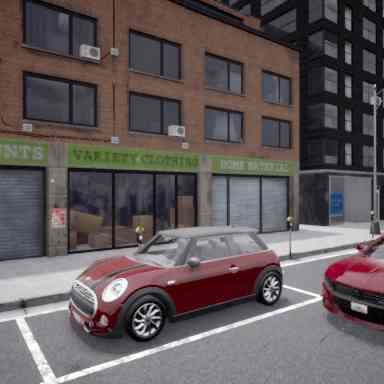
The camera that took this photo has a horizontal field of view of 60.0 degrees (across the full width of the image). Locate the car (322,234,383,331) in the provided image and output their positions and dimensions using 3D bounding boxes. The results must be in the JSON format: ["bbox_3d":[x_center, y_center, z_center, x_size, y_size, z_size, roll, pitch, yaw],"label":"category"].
[{"bbox_3d":[4.569,1.476,6.492,5.008,1.535,1.882,0,0,-35],"label":"car"}]

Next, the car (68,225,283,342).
[{"bbox_3d":[-0.184,1.439,6.394,4.097,1.590,1.967,0,0,-35],"label":"car"}]
